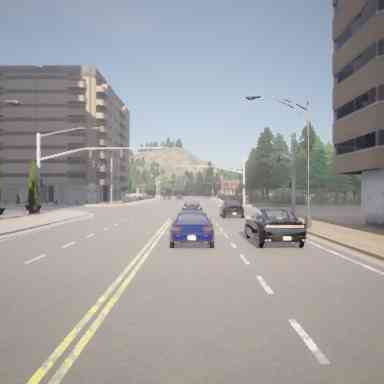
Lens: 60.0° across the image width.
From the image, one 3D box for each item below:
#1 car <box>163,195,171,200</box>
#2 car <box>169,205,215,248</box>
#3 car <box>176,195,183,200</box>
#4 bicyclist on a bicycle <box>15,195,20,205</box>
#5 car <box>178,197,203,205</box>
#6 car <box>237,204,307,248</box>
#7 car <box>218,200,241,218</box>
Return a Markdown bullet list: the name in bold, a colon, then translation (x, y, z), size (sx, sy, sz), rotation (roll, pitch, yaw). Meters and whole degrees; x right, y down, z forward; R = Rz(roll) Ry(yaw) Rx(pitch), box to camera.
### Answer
- **car**: translation (-7.000, 1.472, 93.524), size (2.128, 1.511, 4.902), rotation (0, 0, 0)
- **car**: translation (0.000, 1.532, 14.650), size (1.812, 1.442, 4.674), rotation (0, 0, 0)
- **car**: translation (-3.500, 1.542, 93.494), size (1.895, 1.301, 4.718), rotation (0, 0, 0)
- **bicyclist on a bicycle**: translation (-28.001, 1.244, 53.440), size (0.582, 1.620, 1.656), rotation (0, 0, 0)
- **car**: translation (0.000, 1.494, 29.650), size (2.128, 1.511, 4.902), rotation (0, 0, 0)
- **car**: translation (3.500, 1.494, 14.650), size (2.128, 1.511, 4.902), rotation (0, 0, 0)
- **car**: translation (3.500, 1.515, 29.650), size (1.837, 1.490, 4.892), rotation (0, 0, 0)
